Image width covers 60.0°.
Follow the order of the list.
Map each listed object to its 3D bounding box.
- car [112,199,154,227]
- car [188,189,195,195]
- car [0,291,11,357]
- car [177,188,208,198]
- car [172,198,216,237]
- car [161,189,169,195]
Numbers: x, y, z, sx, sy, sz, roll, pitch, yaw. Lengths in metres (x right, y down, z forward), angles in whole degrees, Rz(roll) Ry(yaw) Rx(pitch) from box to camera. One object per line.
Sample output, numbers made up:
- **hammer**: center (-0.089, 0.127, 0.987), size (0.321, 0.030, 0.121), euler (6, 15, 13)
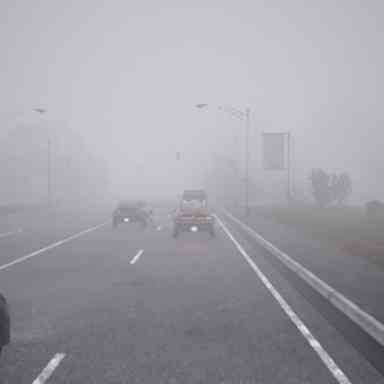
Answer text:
- **car**: center (-3.411, 1.168, 19.742), size (1.837, 1.490, 4.892), euler (0, 1, 0)
- **car**: center (-0.056, -0.117, 93.802), size (1.882, 1.535, 5.008), euler (0, 1, 0)
- **car**: center (-3.405, 1.308, 2.474), size (2.097, 1.767, 4.553), euler (0, 1, 0)
- **car**: center (0.109, 0.778, 26.105), size (2.150, 2.045, 5.566), euler (0, 1, -2)
- **car**: center (0.091, 1.230, 16.114), size (1.837, 1.490, 4.892), euler (0, 1, 0)
- **car**: center (-7.053, 0.042, 87.593), size (1.812, 1.442, 4.674), euler (0, 1, 0)
